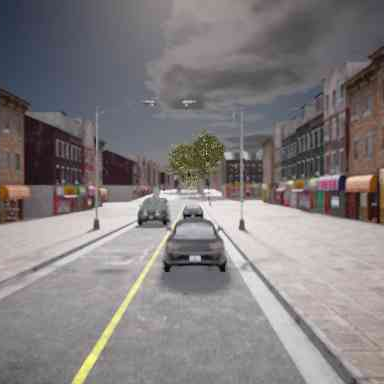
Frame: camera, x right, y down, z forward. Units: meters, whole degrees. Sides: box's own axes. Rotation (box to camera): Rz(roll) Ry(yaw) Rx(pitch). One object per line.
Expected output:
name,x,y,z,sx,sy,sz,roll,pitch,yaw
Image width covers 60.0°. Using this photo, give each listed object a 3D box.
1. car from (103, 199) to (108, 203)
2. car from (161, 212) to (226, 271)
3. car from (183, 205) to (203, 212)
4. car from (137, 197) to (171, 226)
car,-20.370,1.735,71.605,4.507,1.381,1.887,-1,1,0
car,0.090,1.627,11.175,1.812,1.442,4.674,0,0,0
car,0.103,1.864,31.815,1.895,1.301,4.718,0,0,0
car,-2.846,1.454,25.997,2.150,2.045,5.566,0,0,0
